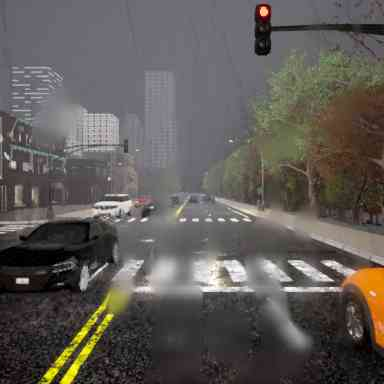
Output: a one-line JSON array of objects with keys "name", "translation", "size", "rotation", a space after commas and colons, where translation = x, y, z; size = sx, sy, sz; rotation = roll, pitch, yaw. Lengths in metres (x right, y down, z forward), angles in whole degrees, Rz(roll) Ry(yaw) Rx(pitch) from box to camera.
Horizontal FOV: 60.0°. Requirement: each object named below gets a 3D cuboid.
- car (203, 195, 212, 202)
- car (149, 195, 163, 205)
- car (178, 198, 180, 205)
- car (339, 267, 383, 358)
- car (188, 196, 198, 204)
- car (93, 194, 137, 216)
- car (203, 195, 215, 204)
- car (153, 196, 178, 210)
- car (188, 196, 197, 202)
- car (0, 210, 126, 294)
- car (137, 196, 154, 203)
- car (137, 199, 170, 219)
[{"name": "car", "translation": [3.430, 1.448, 74.879], "size": [1.882, 1.535, 5.008], "rotation": [0, 0, 0]}, {"name": "car", "translation": [-6.434, 1.456, 60.142], "size": [1.882, 1.535, 5.008], "rotation": [0, 1, 0]}, {"name": "car", "translation": [-3.193, 1.456, 58.749], "size": [1.882, 1.535, 5.008], "rotation": [0, 0, 0]}, {"name": "car", "translation": [3.359, 1.351, 3.399], "size": [2.097, 1.767, 4.553], "rotation": [0, 0, 0]}, {"name": "car", "translation": [0.251, 1.523, 64.439], "size": [2.033, 1.411, 5.357], "rotation": [0, 0, 1]}, {"name": "car", "translation": [-6.784, 1.213, 29.102], "size": [2.150, 2.045, 5.566], "rotation": [0, 0, 4]}, {"name": "car", "translation": [3.500, 1.467, 64.714], "size": [2.128, 1.511, 4.902], "rotation": [0, 0, 0]}, {"name": "car", "translation": [-3.248, 1.476, 42.297], "size": [2.128, 1.511, 4.902], "rotation": [0, 0, 0]}, {"name": "car", "translation": [0.180, 1.566, 74.932], "size": [1.895, 1.301, 4.718], "rotation": [0, 0, 0]}, {"name": "car", "translation": [-3.329, 1.476, 9.038], "size": [1.882, 1.535, 5.008], "rotation": [0, 0, 0]}, {"name": "car", "translation": [-6.491, 1.336, 45.683], "size": [2.097, 1.767, 4.553], "rotation": [0, 0, 0]}, {"name": "car", "translation": [-3.280, 1.555, 29.249], "size": [1.994, 1.385, 4.181], "rotation": [0, 0, 0]}]
